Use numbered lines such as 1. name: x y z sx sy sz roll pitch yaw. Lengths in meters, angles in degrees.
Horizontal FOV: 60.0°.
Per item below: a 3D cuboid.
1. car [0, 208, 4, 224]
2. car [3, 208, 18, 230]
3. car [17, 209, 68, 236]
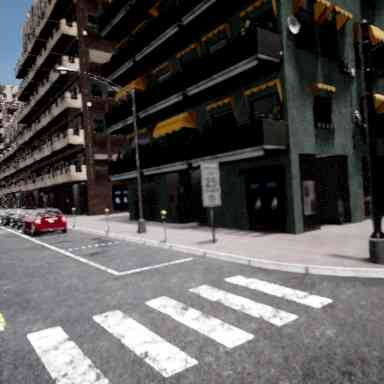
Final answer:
1. car: -15.891 2.171 29.593 2.008 1.369 4.403 -3 0 -37
2. car: -12.557 2.014 25.136 2.008 1.369 4.403 -3 0 -37
3. car: -9.229 1.747 20.679 1.967 1.590 4.097 -3 0 -37
